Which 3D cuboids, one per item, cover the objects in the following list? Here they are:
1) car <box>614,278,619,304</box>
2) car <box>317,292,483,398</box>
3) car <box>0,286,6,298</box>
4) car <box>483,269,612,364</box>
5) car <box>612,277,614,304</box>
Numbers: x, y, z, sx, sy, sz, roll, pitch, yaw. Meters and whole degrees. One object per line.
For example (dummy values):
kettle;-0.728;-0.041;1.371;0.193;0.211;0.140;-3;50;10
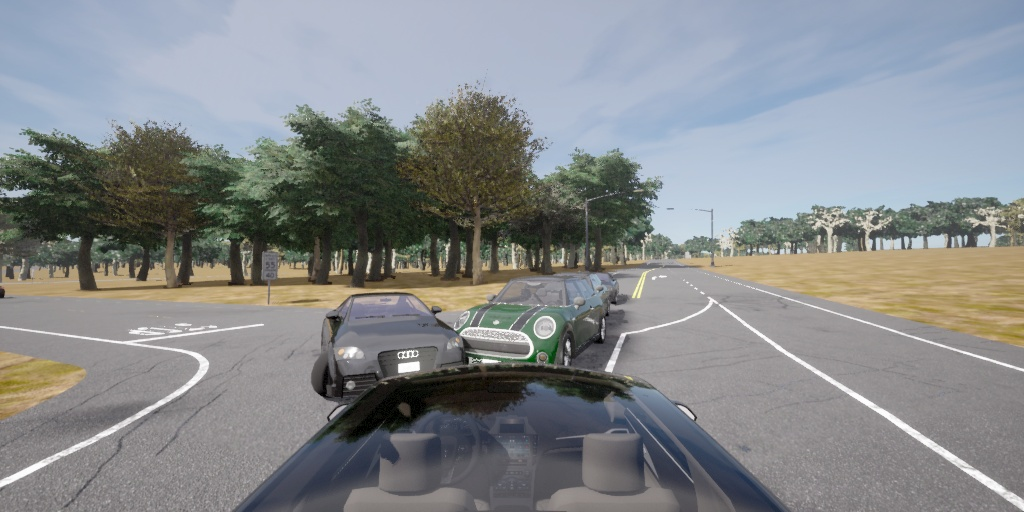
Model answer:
car;4.221;1.509;17.822;1.994;1.385;4.181;-1;0;19
car;-2.351;1.375;6.578;1.994;1.385;4.181;1;-2;-29
car;-40.856;2.561;27.343;4.181;1.385;1.994;-2;-3;22
car;0.620;1.218;7.783;2.097;1.767;4.553;-1;-2;26
car;2.027;1.344;12.096;2.097;1.767;4.553;-1;-1;21
